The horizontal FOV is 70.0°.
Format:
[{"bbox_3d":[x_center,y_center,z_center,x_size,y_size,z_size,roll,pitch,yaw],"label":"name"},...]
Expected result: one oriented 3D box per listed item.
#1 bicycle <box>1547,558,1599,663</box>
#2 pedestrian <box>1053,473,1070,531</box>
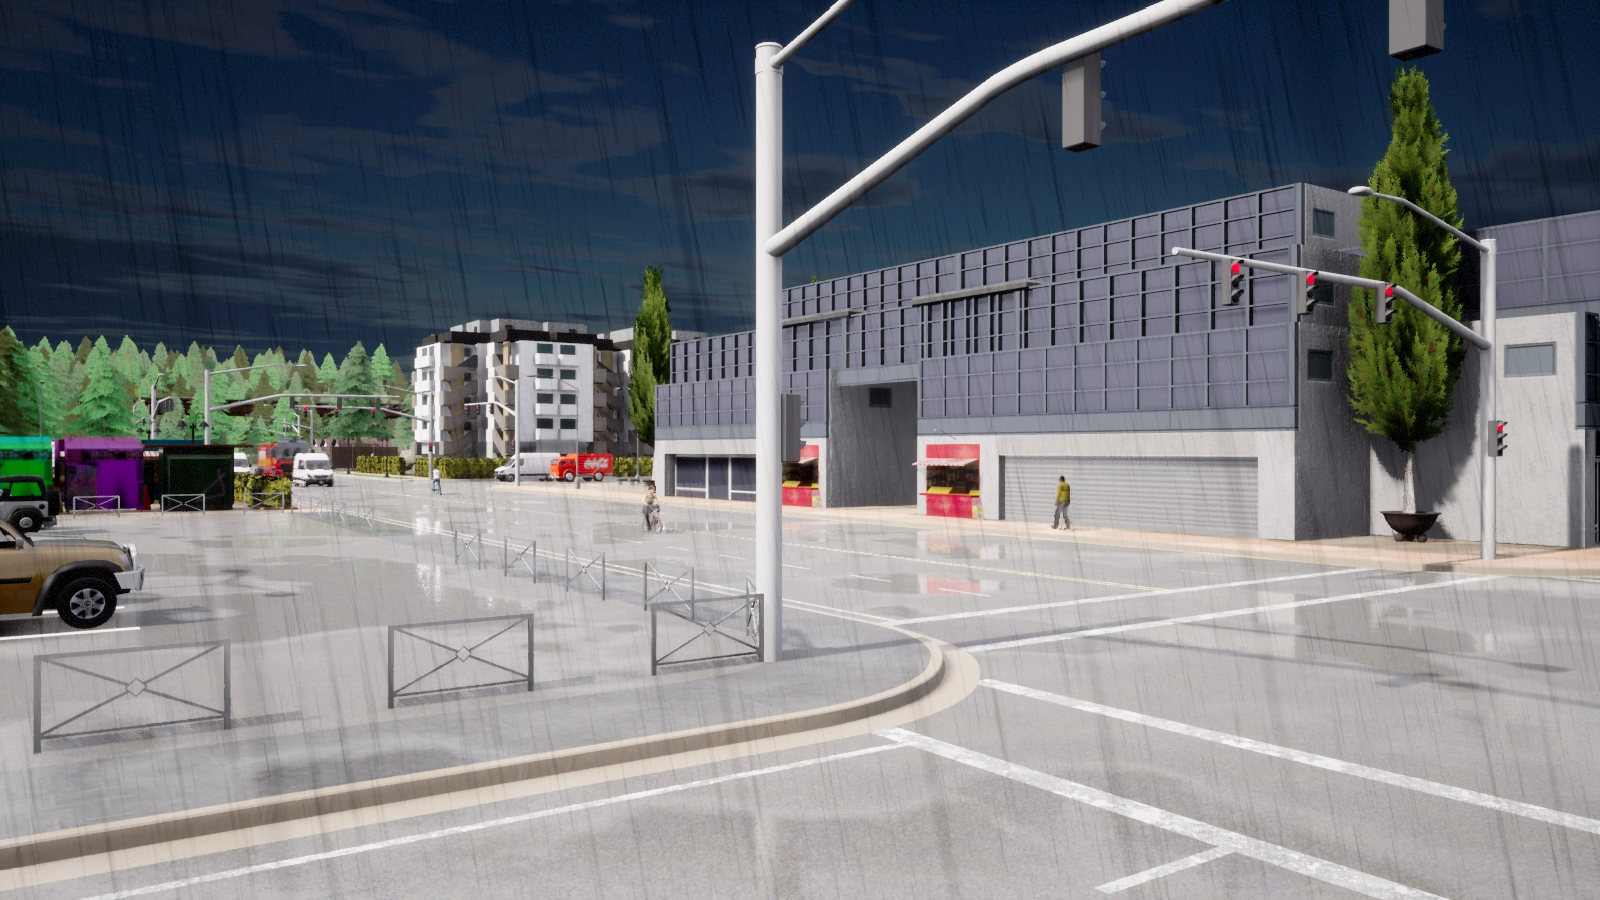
[{"bbox_3d":[10.934,2.158,15.155,0.859,1.276,1.487,0,0,-33],"label":"bicycle"},{"bbox_3d":[8.519,1.696,37.255,0.375,1.860,0.375,0,0,-28],"label":"pedestrian"}]
